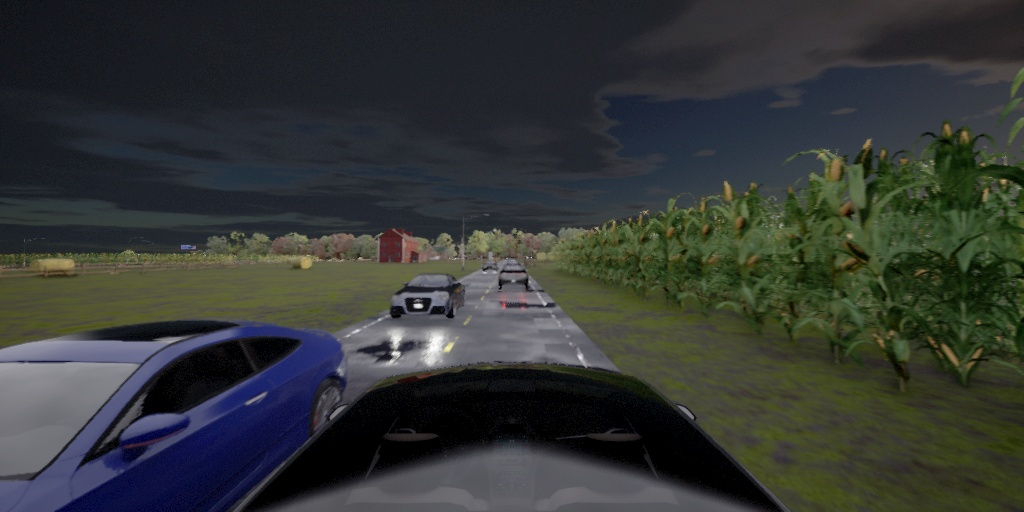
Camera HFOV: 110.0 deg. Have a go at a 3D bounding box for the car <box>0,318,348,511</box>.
[{"bbox_3d":[-2.846,1.276,2.510,1.812,1.442,4.674,0,0,0],"label":"car"}]

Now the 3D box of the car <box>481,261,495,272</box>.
[{"bbox_3d":[-2.847,1.330,46.969,1.994,1.385,4.181,0,0,0],"label":"car"}]

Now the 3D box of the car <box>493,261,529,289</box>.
[{"bbox_3d":[0.090,1.248,23.115,2.128,1.511,4.902,0,0,0],"label":"car"}]

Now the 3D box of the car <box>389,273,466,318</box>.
[{"bbox_3d":[-2.822,1.316,12.800,1.994,1.385,4.181,0,0,0],"label":"car"}]
